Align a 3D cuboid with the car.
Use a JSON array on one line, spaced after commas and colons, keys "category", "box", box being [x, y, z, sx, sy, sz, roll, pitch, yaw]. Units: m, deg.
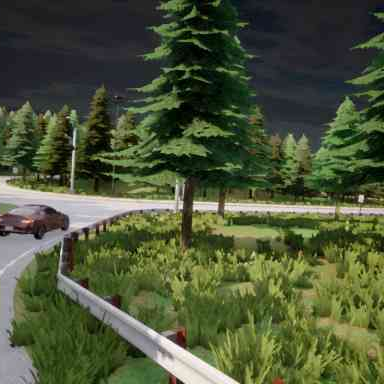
[{"category": "car", "box": [-7.659, 1.336, 16.413, 1.812, 1.442, 4.674, 4, 1, 2]}]
